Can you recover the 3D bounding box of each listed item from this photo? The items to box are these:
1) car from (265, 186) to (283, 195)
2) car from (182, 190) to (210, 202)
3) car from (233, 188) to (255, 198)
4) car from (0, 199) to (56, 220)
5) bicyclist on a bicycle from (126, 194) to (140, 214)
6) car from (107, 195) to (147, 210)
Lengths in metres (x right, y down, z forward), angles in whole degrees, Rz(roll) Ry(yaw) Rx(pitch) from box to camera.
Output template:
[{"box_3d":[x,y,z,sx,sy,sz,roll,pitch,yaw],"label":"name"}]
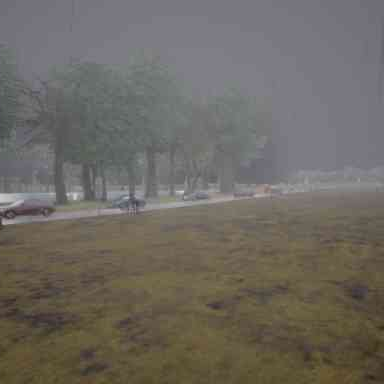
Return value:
[{"box_3d":[14.957,-0.365,60.835,1.882,1.535,5.008,-1,2,35],"label":"car"},{"box_3d":[0.545,0.515,45.539,2.128,1.511,4.902,-1,2,36],"label":"car"},{"box_3d":[8.112,0.116,51.152,2.128,1.511,4.902,-1,1,35],"label":"car"},{"box_3d":[-13.143,1.300,26.233,1.812,1.442,4.674,-1,0,35],"label":"car"},{"box_3d":[-4.909,0.996,27.507,1.656,1.620,0.582,-1,1,35],"label":"bicyclist on a bicycle"},{"box_3d":[-6.796,1.010,35.187,1.812,1.442,4.674,-1,1,35],"label":"car"}]
